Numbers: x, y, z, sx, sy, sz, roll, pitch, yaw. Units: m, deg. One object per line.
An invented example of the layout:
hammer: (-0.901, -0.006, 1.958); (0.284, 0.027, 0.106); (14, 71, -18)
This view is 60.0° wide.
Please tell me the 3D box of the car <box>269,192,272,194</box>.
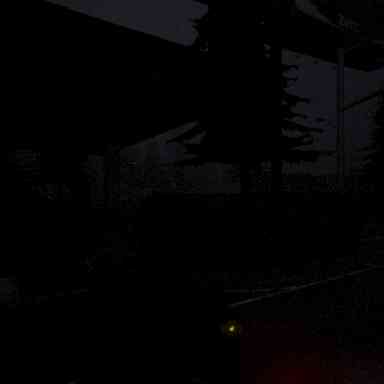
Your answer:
car: (6.204, 1.050, 28.677); (2.150, 2.045, 5.566); (0, 1, -34)

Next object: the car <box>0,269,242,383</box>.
car: (-1.606, 1.526, 2.872); (4.674, 1.442, 1.812); (0, 0, -36)

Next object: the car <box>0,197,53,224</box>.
car: (-11.997, 1.313, 23.462); (3.866, 1.878, 1.905); (0, 0, -36)
